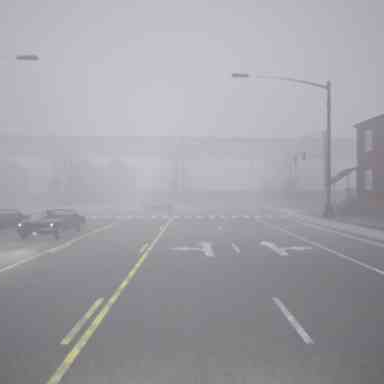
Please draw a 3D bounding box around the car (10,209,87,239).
[{"bbox_3d":[-7.116,1.575,17.272,1.895,1.301,4.718,0,0,0],"label":"car"}]

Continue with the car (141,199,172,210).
[{"bbox_3d":[-4.418,1.533,40.725,1.895,1.301,4.718,0,0,-35],"label":"car"}]

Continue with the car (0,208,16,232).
[{"bbox_3d":[-10.615,1.576,17.906,1.895,1.301,4.718,0,0,0],"label":"car"}]
